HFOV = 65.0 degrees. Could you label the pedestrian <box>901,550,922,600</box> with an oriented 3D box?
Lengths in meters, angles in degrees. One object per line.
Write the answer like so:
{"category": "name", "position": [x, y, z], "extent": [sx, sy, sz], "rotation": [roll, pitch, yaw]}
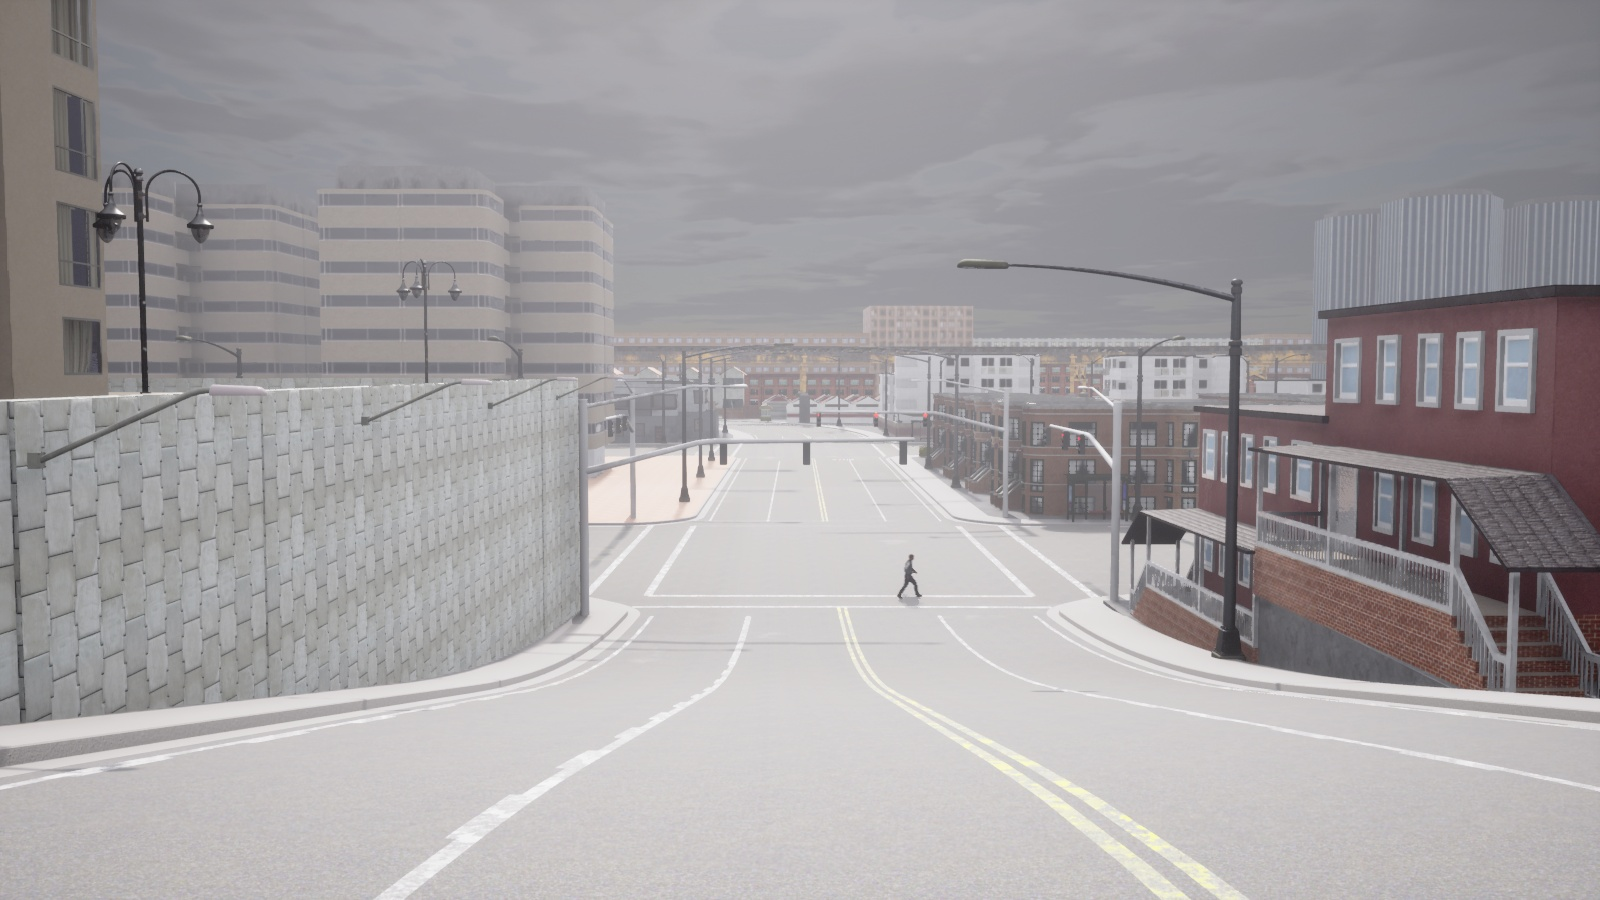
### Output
{"category": "pedestrian", "position": [4.411, 4.940, 49.703], "extent": [0.788, 1.949, 0.423], "rotation": [0, 4, 1]}
